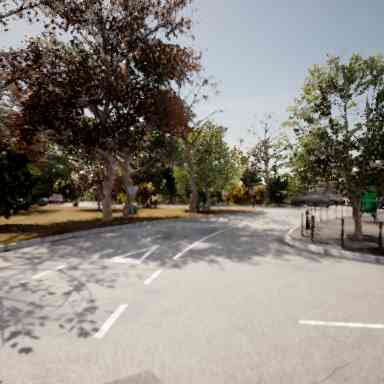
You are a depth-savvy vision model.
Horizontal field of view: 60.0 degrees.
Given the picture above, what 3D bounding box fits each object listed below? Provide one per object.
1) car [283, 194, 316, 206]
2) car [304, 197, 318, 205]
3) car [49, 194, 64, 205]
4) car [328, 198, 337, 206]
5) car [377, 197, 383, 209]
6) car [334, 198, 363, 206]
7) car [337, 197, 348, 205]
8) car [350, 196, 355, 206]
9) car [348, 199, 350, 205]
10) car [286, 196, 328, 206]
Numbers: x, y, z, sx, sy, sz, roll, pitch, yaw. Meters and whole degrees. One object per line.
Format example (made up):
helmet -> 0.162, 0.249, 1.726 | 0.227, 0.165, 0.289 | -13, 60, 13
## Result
car -> 20.089, 1.497, 62.335 | 5.566, 2.045, 2.435 | 0, -1, 6
car -> 31.170, 2.371, 87.122 | 2.150, 2.045, 5.566 | 0, -2, 6
car -> -22.922, 1.180, 56.296 | 2.097, 1.767, 4.553 | 1, 0, -19
car -> 25.218, 1.846, 62.647 | 1.812, 1.442, 4.674 | 0, -1, 6
car -> 26.122, 1.605, 47.952 | 1.882, 1.535, 5.008 | 1, 0, 19
car -> 33.584, 2.096, 71.430 | 5.366, 1.575, 1.946 | 0, -2, 6
car -> 28.961, 1.932, 66.969 | 1.882, 1.535, 5.008 | 0, -2, 6
car -> 32.057, 1.547, 59.388 | 5.566, 2.045, 2.435 | 0, -1, 6
car -> 33.053, 1.887, 68.558 | 4.553, 1.767, 2.185 | 0, -2, 6
car -> 19.517, 1.403, 56.903 | 5.566, 2.045, 2.435 | 0, -1, 6
